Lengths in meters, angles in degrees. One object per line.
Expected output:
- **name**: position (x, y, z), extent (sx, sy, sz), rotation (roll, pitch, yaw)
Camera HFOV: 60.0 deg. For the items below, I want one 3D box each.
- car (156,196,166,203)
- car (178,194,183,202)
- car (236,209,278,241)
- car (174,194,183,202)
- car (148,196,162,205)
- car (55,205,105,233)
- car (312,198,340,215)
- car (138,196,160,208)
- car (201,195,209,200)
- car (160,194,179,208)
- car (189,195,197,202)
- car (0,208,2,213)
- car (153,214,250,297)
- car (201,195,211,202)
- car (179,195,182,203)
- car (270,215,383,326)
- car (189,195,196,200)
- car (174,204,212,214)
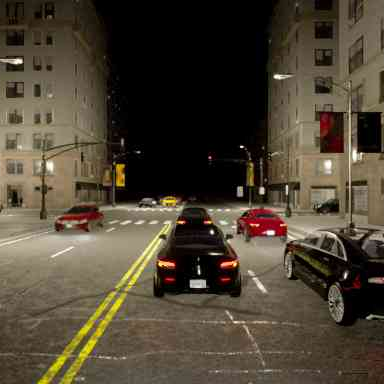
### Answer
- **car**: position (-6.392, 1.544, 69.017), extent (1.812, 1.442, 4.674), rotation (0, 0, 0)
- **car**: position (-3.154, 1.370, 68.204), extent (2.097, 1.767, 4.553), rotation (0, 0, 0)
- **car**: position (3.273, 1.528, 16.122), extent (1.812, 1.442, 4.674), rotation (0, 0, 0)
- **car**: position (-3.127, 1.350, 78.165), extent (2.097, 1.767, 4.553), rotation (0, 0, 0)
- **car**: position (-6.487, 1.522, 58.864), extent (1.837, 1.490, 4.892), rotation (0, 0, 0)
- **car**: position (-6.488, 1.530, 19.876), extent (1.812, 1.442, 4.674), rotation (0, 0, 0)
- **car**: position (14.814, 1.409, 34.384), extent (4.553, 1.767, 2.097), rotation (0, 0, 1)
- **car**: position (-6.492, 1.563, 49.125), extent (2.033, 1.411, 5.357), rotation (0, 0, 4)
- **car**: position (3.389, 1.437, 88.482), extent (1.994, 1.385, 4.181), rotation (0, 0, 0)
- **car**: position (-3.277, 1.493, 49.414), extent (1.882, 1.535, 5.008), rotation (0, 0, -1)
- **car**: position (0.124, 1.609, 78.514), extent (1.895, 1.301, 4.718), rotation (0, 0, 0)
- **car**: position (-20.491, 1.546, 31.631), extent (4.181, 1.385, 1.994), rotation (0, 0, 0)
- **car**: position (0.109, 1.527, 8.425), extent (1.812, 1.442, 4.674), rotation (0, 0, 0)
- **car**: position (3.373, 1.553, 78.062), extent (2.033, 1.411, 5.357), rotation (0, 0, 0)
- **car**: position (-3.236, 1.618, 58.752), extent (1.895, 1.301, 4.718), rotation (0, 0, 0)
- **car**: position (3.348, 1.492, 7.027), extent (2.128, 1.511, 4.902), rotation (0, 0, 1)
- **car**: position (0.139, 1.437, 88.487), extent (1.994, 1.385, 4.181), rotation (0, 0, 0)
- **car**: position (0.125, 1.529, 17.334), extent (1.812, 1.442, 4.674), rotation (0, 0, 0)
